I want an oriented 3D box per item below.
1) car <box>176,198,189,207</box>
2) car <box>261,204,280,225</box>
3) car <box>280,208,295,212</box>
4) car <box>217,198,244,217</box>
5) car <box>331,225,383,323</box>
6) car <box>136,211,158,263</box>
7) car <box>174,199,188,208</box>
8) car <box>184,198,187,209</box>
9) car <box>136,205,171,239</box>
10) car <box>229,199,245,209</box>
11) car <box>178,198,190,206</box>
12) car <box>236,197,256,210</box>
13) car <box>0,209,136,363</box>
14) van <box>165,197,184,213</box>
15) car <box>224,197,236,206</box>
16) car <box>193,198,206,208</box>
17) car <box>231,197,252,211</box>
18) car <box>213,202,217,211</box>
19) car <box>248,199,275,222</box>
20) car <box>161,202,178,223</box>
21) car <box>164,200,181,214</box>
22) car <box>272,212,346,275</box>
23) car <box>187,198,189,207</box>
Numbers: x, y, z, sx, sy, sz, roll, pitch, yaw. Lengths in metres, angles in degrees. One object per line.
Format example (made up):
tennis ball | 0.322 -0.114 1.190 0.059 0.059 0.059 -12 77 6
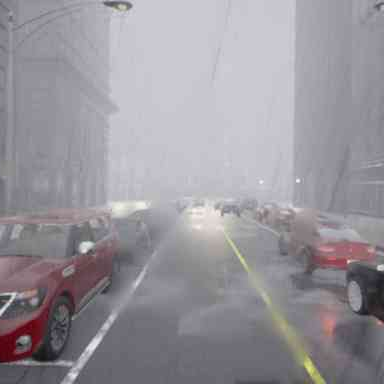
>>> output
car | -1.540 1.759 56.827 1.947 1.339 4.313 0 0 1
car | 6.224 1.744 22.830 1.802 1.307 4.206 1 0 1
car | 6.098 1.723 17.195 1.802 1.307 4.206 1 0 1
car | 3.749 1.671 33.229 1.837 1.490 4.892 1 -1 2
car | 3.958 1.548 4.666 1.882 1.535 5.008 1 0 1
car | -2.550 1.571 11.746 1.947 1.339 4.313 1 0 1
car | -1.666 1.733 51.192 1.947 1.339 4.313 1 0 1
car | -1.922 1.641 39.752 1.752 1.417 4.829 1 0 1
car | -2.424 1.592 17.381 1.947 1.339 4.313 1 0 1
car | 6.856 1.848 51.003 1.947 1.339 4.313 0 0 1
car | -1.413 1.771 62.462 2.008 1.369 4.403 0 0 1
car | 6.606 1.547 39.734 2.192 1.841 5.009 1 0 1
car | -2.674 1.299 6.111 2.192 1.841 5.009 1 0 1
van | -2.043 1.434 34.287 1.690 1.788 3.998 1 0 1
car | 7.110 1.775 62.272 1.967 1.590 4.097 0 0 1
car | 1.115 1.712 51.792 1.837 1.490 4.892 1 0 1
car | 6.732 1.572 45.369 2.192 1.841 5.009 1 0 1
car | 3.955 1.779 44.468 1.994 1.385 4.181 1 0 1
car | 6.352 1.625 28.465 1.967 1.590 4.097 1 0 1
car | -2.298 1.598 23.016 2.008 1.369 4.403 1 0 1
car | -2.171 1.651 28.652 1.802 1.307 4.206 1 0 1
car | 4.092 1.618 10.664 1.812 1.442 4.674 1 0 1
car | -1.792 1.723 45.557 1.802 1.307 4.206 1 0 1
